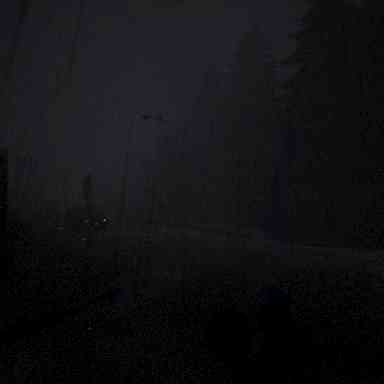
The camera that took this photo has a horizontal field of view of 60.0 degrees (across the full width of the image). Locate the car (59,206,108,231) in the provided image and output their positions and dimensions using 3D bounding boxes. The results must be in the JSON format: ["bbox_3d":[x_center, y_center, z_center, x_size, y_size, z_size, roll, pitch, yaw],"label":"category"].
[{"bbox_3d":[-7.240,1.716,22.466,1.837,1.490,4.892,1,-1,-35],"label":"car"}]

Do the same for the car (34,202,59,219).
[{"bbox_3d":[-14.073,1.752,32.364,1.882,1.535,5.008,1,-1,-35],"label":"car"}]
